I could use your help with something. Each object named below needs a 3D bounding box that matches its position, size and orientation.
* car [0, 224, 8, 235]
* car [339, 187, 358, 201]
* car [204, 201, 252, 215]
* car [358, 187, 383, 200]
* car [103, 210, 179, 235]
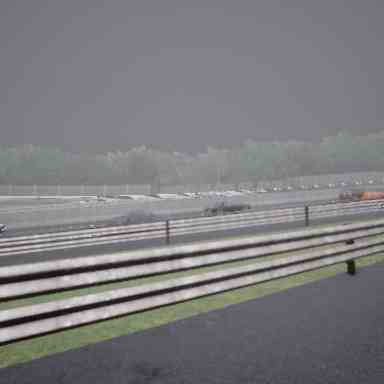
[{"bbox_3d":[-17.128,3.035,26.029,4.718,1.301,1.895,-4,2,-22],"label":"car"},{"bbox_3d":[20.338,0.183,40.880,4.553,1.767,2.097,-4,2,-22],"label":"car"},{"bbox_3d":[3.731,1.609,34.299,4.718,1.301,1.895,-4,2,-22],"label":"car"},{"bbox_3d":[21.630,0.217,37.627,4.553,1.767,2.097,-4,2,-22],"label":"car"},{"bbox_3d":[-3.727,2.326,23.812,5.357,1.411,2.033,-4,2,-22],"label":"car"}]
